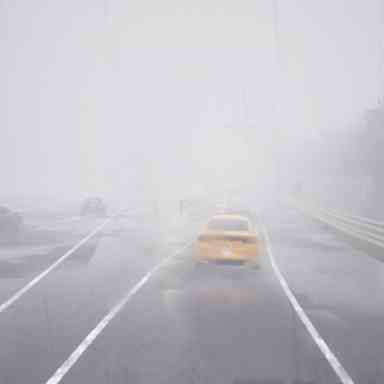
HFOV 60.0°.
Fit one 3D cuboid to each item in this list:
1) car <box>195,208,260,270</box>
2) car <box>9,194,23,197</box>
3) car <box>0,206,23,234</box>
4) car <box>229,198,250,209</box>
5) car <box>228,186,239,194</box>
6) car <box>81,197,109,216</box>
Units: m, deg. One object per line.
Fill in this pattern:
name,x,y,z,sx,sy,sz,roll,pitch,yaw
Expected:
car,1.284,1.532,11.442,1.882,1.535,5.008,1,-1,8
car,-30.809,1.110,58.273,2.033,1.411,5.357,0,0,-9
car,-10.397,1.431,17.215,1.837,1.490,4.892,0,0,-8
car,4.426,1.284,30.848,1.812,1.442,4.674,0,2,9
car,7.931,-0.348,63.382,1.812,1.442,4.674,0,3,3
car,-9.017,1.247,31.219,2.097,1.767,4.553,0,0,-8
